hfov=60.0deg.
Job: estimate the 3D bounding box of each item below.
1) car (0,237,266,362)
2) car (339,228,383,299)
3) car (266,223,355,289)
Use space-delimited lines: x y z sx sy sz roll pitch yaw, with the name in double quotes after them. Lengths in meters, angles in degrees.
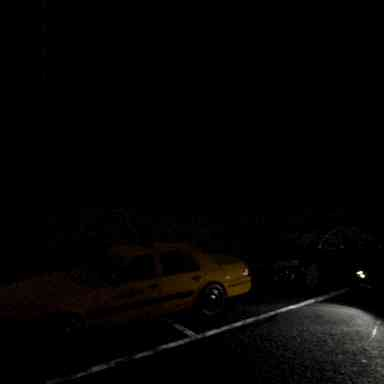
-1.073 1.526 5.880 4.829 1.417 1.752 0 0 -35 "car"
5.850 1.548 7.549 5.357 1.411 2.033 0 0 -35 "car"
3.373 1.552 9.049 4.403 1.369 2.008 0 0 -35 "car"
